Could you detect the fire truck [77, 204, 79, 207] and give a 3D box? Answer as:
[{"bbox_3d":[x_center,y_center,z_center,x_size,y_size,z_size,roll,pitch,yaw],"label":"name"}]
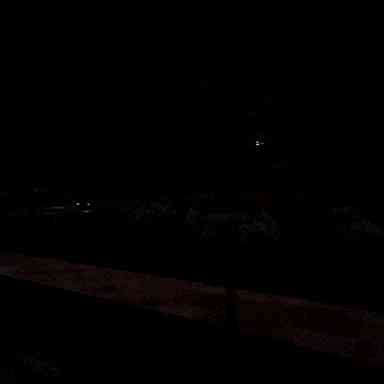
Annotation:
[{"bbox_3d":[-11.902,0.408,46.710,2.891,3.827,8.468,-1,0,33],"label":"fire truck"}]
